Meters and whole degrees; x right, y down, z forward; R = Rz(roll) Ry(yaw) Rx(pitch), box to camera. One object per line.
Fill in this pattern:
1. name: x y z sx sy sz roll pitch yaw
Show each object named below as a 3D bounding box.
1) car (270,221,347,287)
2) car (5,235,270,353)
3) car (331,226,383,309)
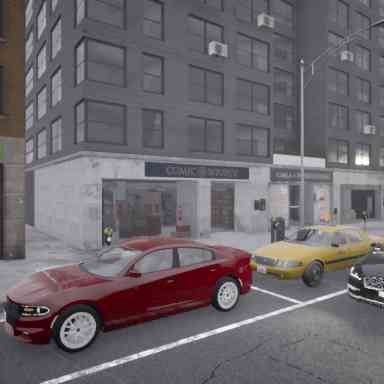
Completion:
1. car: 3.626 1.525 9.302 4.829 1.417 1.752 0 0 -35
2. car: -0.867 1.545 6.132 4.507 1.381 1.887 0 0 -35
3. car: 5.268 1.504 7.086 4.892 1.490 1.837 0 0 -35
